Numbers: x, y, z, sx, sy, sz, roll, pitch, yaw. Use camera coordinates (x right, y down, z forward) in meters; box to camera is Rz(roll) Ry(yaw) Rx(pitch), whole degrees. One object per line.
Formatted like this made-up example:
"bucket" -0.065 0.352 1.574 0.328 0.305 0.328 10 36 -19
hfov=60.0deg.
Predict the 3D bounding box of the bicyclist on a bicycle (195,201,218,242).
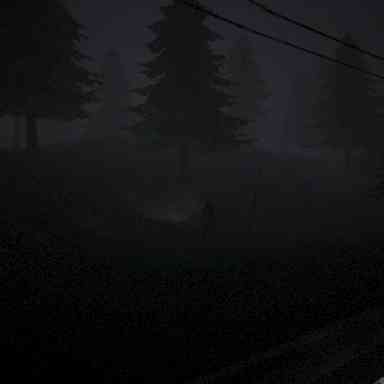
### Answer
"bicyclist on a bicycle" 0.658 1.227 14.381 0.582 1.620 1.656 -5 19 -36
